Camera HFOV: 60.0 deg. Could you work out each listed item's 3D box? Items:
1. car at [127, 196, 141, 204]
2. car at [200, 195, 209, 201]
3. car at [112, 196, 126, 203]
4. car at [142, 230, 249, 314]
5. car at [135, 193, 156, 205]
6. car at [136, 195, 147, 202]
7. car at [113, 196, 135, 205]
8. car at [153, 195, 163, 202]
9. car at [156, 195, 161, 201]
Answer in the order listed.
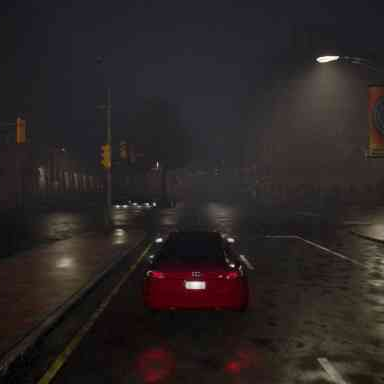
[{"bbox_3d":[-11.557,1.564,66.137,1.994,1.385,4.181,0,0,0],"label":"car"},{"bbox_3d":[3.460,1.553,87.081,1.994,1.385,4.181,0,0,0],"label":"car"},{"bbox_3d":[-14.781,1.595,67.799,1.895,1.301,4.718,0,0,0],"label":"car"},{"bbox_3d":[0.071,1.564,7.694,1.994,1.385,4.181,0,0,0],"label":"car"},{"bbox_3d":[-8.107,1.221,58.558,2.150,2.045,5.566,0,0,0],"label":"car"},{"bbox_3d":[-11.535,1.478,76.556,1.882,1.535,5.008,0,0,0],"label":"car"},{"bbox_3d":[-11.608,1.564,56.843,1.994,1.385,4.181,0,0,0],"label":"car"},{"bbox_3d":[-8.036,1.500,78.561,1.837,1.490,4.892,0,0,0],"label":"car"},{"bbox_3d":[-8.036,1.601,68.357,1.895,1.301,4.718,0,0,0],"label":"car"}]
